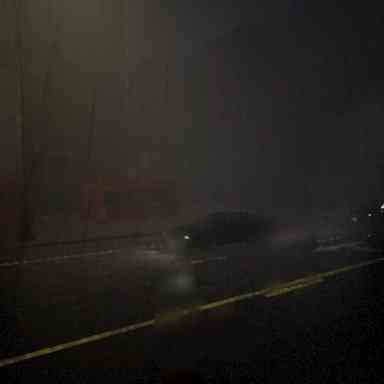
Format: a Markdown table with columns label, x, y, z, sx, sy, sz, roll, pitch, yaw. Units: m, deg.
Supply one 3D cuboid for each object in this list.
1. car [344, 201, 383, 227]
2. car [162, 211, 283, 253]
| label | x | y | z | sx | sy | sz | roll | pitch | yaw |
| --- | --- | --- | --- | --- | --- | --- | --- | --- | --- |
| car | 11.532 | 1.311 | 21.003 | 4.902 | 1.511 | 2.128 | -1 | 0 | -36 |
| car | 1.438 | 1.490 | 13.704 | 5.357 | 1.411 | 2.033 | -1 | 0 | -37 |
